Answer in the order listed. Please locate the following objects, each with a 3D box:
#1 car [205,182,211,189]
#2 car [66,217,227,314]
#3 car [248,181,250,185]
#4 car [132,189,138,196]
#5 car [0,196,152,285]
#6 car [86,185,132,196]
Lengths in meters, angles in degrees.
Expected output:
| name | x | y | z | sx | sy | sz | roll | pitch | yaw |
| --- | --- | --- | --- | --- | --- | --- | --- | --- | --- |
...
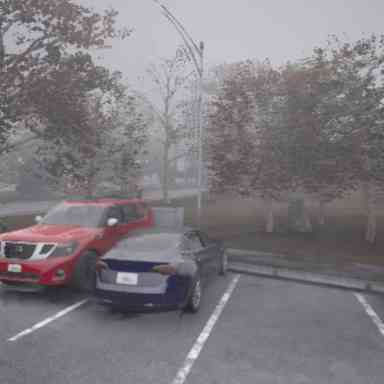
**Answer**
| name | x | y | z | sx | sy | sz | roll | pitch | yaw |
| --- | --- | --- | --- | --- | --- | --- | --- | --- | --- |
| car | 4.156 | -1.425 | 59.221 | 1.837 | 1.490 | 4.892 | 2 | 4 | 37 |
| car | -0.450 | 1.516 | 7.782 | 2.163 | 1.488 | 4.792 | 0 | -1 | 16 |
| car | 8.379 | -1.822 | 59.247 | 2.150 | 2.045 | 5.566 | 2 | 5 | 37 |
| car | -8.988 | -0.079 | 42.065 | 1.882 | 1.535 | 5.008 | 1 | 4 | 37 |
| car | -2.852 | 1.234 | 9.438 | 2.435 | 2.045 | 5.566 | 1 | -1 | 16 |
| car | -9.224 | 0.160 | 36.050 | 2.097 | 1.767 | 4.553 | 1 | 4 | 37 |
